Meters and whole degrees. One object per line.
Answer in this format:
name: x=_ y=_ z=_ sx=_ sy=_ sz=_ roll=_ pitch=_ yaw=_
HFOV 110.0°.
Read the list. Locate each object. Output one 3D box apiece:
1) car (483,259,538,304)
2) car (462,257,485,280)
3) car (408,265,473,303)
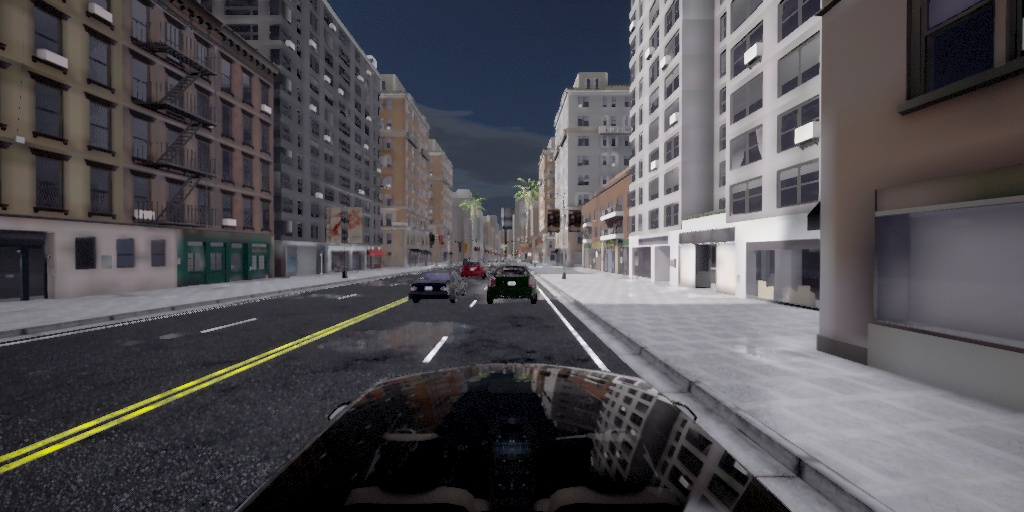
car: x=0.000 y=1.113 z=16.470 sx=2.097 sy=1.767 sz=4.553 roll=0 pitch=0 yaw=0
car: x=-3.250 y=1.116 z=31.471 sx=2.097 sy=1.767 sz=4.553 roll=0 pitch=0 yaw=0
car: x=-3.250 y=1.310 z=16.501 sx=2.033 sy=1.411 sz=5.357 roll=0 pitch=0 yaw=0
